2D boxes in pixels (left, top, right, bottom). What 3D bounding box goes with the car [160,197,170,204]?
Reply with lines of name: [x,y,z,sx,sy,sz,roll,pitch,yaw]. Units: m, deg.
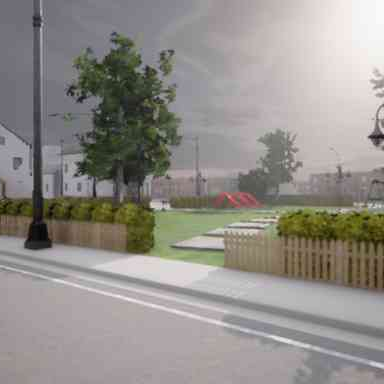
car: [-3.652,1.622,61.960,2.033,1.411,5.357,0,0,35]
